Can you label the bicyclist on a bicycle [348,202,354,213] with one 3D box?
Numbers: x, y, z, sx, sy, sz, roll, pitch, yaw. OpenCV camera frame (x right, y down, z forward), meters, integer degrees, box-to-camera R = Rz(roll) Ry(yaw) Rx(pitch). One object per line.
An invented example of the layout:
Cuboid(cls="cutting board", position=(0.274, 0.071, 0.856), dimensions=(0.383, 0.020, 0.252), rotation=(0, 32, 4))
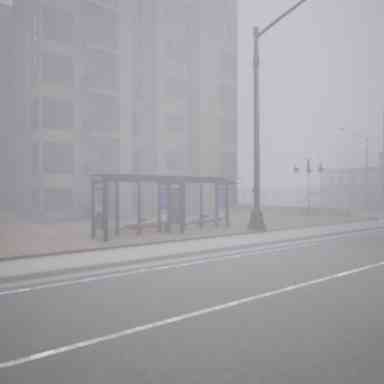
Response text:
Cuboid(cls="bicyclist on a bicycle", position=(22.355, 2.230, 47.019), dimensions=(1.656, 1.620, 0.582), rotation=(-1, -7, -36))
